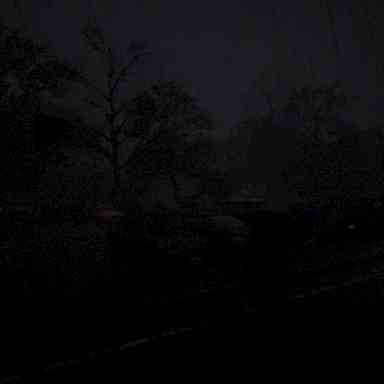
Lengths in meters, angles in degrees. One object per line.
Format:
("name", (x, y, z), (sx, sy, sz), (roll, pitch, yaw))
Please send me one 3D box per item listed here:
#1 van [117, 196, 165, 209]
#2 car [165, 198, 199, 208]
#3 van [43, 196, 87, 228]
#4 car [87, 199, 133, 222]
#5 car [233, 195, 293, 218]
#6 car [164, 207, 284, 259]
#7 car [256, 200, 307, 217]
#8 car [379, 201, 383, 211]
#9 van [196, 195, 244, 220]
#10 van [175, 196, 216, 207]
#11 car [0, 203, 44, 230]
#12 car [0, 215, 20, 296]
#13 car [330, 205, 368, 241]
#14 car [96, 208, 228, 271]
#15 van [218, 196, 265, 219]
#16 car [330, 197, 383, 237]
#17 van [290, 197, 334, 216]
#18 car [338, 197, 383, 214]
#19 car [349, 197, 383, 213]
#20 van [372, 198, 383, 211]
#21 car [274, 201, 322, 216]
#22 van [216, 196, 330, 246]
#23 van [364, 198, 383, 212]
("van", (-4.157, 1.270, 25.199), (1.878, 1.987, 4.442), (0, 0, -35))
("car", (-1.972, 1.499, 26.906), (2.097, 1.535, 5.008), (0, 0, -35))
("van", (-8.804, 1.264, 22.175), (1.878, 1.987, 4.442), (0, 0, -35))
("car", (-6.372, 1.490, 23.538), (1.946, 1.575, 5.366), (0, 0, -36))
("car", (6.957, 1.408, 33.227), (2.435, 2.045, 5.566), (1, -1, -35))
("car", (0.971, 1.534, 12.939), (2.002, 1.452, 4.674), (0, 0, -35))
("car", (9.298, 1.709, 34.923), (2.097, 1.535, 5.008), (1, -1, -35))
("car", (31.849, 2.183, 51.004), (2.097, 1.535, 5.008), (1, -1, -35))
("van", (2.463, 1.341, 30.202), (1.878, 1.987, 4.442), (1, -1, -35))
("van", (0.234, 1.291, 28.328), (1.878, 1.987, 4.442), (1, 0, -35))
("car", (-10.989, 1.489, 20.467), (2.231, 1.521, 4.892), (0, 0, -35))
("car", (-5.813, 1.485, 8.108), (2.097, 1.535, 5.008), (0, 0, -35))
("car", (5.482, 1.529, 16.186), (2.163, 1.488, 4.792), (1, 0, -35))
("car", (-1.272, 1.520, 11.301), (2.163, 1.488, 4.792), (0, 0, -36))
("van", (4.617, 1.386, 31.737), (1.878, 1.987, 4.442), (1, -1, -35))
("car", (7.726, 1.266, 17.784), (2.435, 2.045, 5.566), (1, -1, -35))
("van", (13.639, 1.576, 38.166), (1.878, 1.987, 4.442), (1, -1, -35))
("car", (22.849, 1.742, 44.551), (2.435, 2.045, 5.566), (1, -1, -35))
("car", (25.105, 1.789, 46.158), (2.435, 2.045, 5.566), (1, -1, -35))
("van", (29.532, 1.910, 49.490), (1.878, 1.987, 4.442), (1, -1, -35))
("car", (11.552, 1.796, 36.533), (2.002, 1.452, 4.674), (1, -1, -35))
("van", (3.302, 1.271, 14.453), (1.878, 1.987, 4.442), (0, 0, -35))
("van", (27.412, 1.862, 47.693), (1.878, 1.987, 4.442), (1, -1, -35))
